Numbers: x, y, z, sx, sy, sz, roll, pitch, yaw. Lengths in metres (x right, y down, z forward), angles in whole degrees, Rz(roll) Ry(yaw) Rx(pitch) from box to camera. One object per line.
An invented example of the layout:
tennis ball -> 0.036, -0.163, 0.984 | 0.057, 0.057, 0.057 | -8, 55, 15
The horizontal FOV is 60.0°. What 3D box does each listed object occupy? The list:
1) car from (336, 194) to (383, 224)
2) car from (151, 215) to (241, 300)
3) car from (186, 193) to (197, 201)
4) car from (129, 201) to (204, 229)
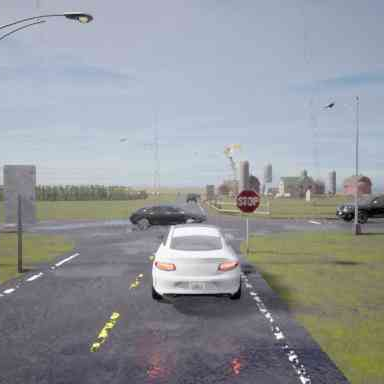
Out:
car -> 13.614, 1.192, 24.419 | 5.566, 2.045, 2.150 | 0, 1, -2
car -> 0.084, 1.524, 8.277 | 1.812, 1.442, 4.674 | 0, 0, 0
car -> -0.114, 1.226, 72.844 | 2.150, 2.045, 5.566 | 0, 0, 0
car -> -1.521, 1.514, 21.094 | 4.892, 1.490, 1.837 | 0, 1, -1
